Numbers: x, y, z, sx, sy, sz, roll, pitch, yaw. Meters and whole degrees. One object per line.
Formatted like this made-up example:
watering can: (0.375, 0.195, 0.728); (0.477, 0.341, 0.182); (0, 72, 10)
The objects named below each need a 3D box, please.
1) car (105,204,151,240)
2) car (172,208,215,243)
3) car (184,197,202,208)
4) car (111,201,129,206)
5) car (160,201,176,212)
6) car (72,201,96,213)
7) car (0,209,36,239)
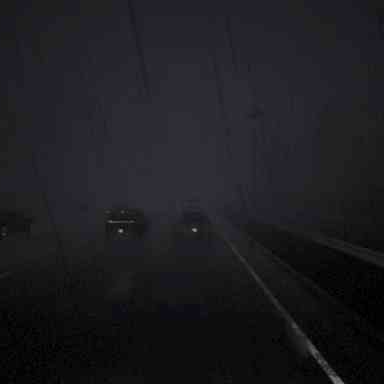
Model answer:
car: (-3.389, 1.663, 18.251); (2.128, 1.511, 4.902); (0, 0, 0)
car: (0.110, 1.724, 17.088); (1.994, 1.385, 4.181); (0, 0, 0)
car: (0.125, 1.635, 44.438); (2.150, 2.045, 5.566); (0, 0, 0)
car: (-6.879, 1.847, 32.142); (2.033, 1.411, 5.357); (0, -1, 0)
car: (-3.373, 1.998, 46.701); (1.994, 1.385, 4.181); (0, 0, 0)
car: (-13.874, 1.905, 42.784); (1.837, 1.490, 4.892); (0, 0, 0)
car: (-10.388, 1.678, 18.302); (1.837, 1.490, 4.892); (0, 0, 0)
